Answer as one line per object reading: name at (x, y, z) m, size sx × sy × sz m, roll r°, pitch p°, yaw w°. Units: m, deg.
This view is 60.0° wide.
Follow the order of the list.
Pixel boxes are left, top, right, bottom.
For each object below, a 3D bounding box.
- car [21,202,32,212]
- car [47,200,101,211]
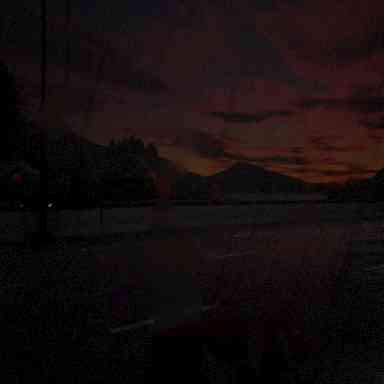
car at (-12.972, 1.109, 28.955) m, size 4.181 × 1.385 × 1.994 m, roll 0°, pitch 1°, yaw -34°
car at (-9.558, 0.954, 27.033) m, size 4.553 × 1.767 × 2.097 m, roll 0°, pitch 1°, yaw -33°
